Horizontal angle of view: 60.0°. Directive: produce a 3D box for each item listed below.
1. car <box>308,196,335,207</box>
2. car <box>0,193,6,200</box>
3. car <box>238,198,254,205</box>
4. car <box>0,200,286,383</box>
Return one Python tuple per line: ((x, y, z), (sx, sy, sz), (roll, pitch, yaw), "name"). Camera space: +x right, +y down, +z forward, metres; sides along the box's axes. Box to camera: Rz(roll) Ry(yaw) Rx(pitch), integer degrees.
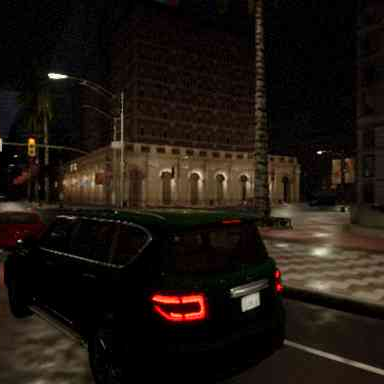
((24.244, 1.794, 62.267), (5.566, 2.045, 2.150), (0, 0, -31), "car")
((-45.262, 1.696, 78.963), (2.128, 1.511, 4.902), (1, 0, -31), "car")
((9.552, 1.745, 53.627), (4.553, 1.767, 2.097), (1, 0, -30), "car")
((-1.227, 1.250, 5.459), (2.150, 2.045, 5.566), (1, 0, -44), "car")
